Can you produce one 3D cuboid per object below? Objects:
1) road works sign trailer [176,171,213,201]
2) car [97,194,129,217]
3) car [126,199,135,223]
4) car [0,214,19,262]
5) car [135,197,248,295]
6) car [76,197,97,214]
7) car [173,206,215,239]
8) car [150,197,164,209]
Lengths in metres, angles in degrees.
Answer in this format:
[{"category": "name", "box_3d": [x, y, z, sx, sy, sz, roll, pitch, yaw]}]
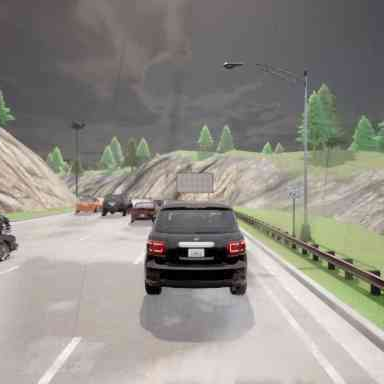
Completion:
[{"category": "road works sign trailer", "box_3d": [0.186, 0.464, 21.584, 2.380, 3.560, 2.880, 0, 0, 0]}, {"category": "car", "box_3d": [-7.112, 1.223, 31.954, 2.150, 2.045, 5.566, 0, 0, -2]}, {"category": "car", "box_3d": [-3.445, 1.477, 25.586, 1.882, 1.535, 5.008, 0, 0, 0]}, {"category": "car", "box_3d": [-6.908, 1.547, 9.022, 2.033, 1.411, 5.357, 0, 0, 0]}, {"category": "car", "box_3d": [0.087, 1.221, 8.866, 2.150, 2.045, 5.566, 0, 0, 0]}, {"category": "car", "box_3d": [-10.823, 1.351, 35.529, 2.097, 1.767, 4.553, 0, 0, -3]}, {"category": "car", "box_3d": [0.098, 1.558, 18.088, 1.994, 1.385, 4.181, 0, 0, 0]}, {"category": "car", "box_3d": [-4.825, 1.500, 45.711, 1.837, 1.490, 4.892, 0, -2, -7]}]
